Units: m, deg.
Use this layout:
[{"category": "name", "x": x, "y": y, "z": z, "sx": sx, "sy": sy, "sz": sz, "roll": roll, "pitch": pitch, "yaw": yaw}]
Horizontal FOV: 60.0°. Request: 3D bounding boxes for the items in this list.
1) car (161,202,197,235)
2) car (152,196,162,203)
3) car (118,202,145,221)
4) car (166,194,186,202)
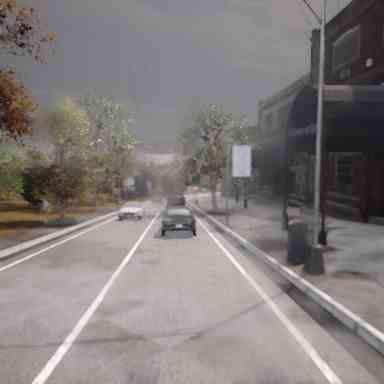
[{"category": "car", "x": -0.756, "y": 1.511, "z": 18.705, "sx": 1.812, "sy": 1.442, "sz": 4.674, "roll": 0, "pitch": 0, "yaw": -3}, {"category": "car", "x": -7.070, "y": 1.500, "z": 67.891, "sx": 1.837, "sy": 1.490, "sz": 4.892, "roll": 0, "pitch": 0, "yaw": -3}, {"category": "car", "x": -4.946, "y": 1.537, "z": 27.713, "sx": 1.812, "sy": 1.442, "sz": 4.674, "roll": 0, "pitch": 0, "yaw": -3}, {"category": "car", "x": -1.885, "y": 1.201, "z": 39.272, "sx": 2.150, "sy": 2.045, "sz": 5.566, "roll": 0, "pitch": 0, "yaw": -3}]
